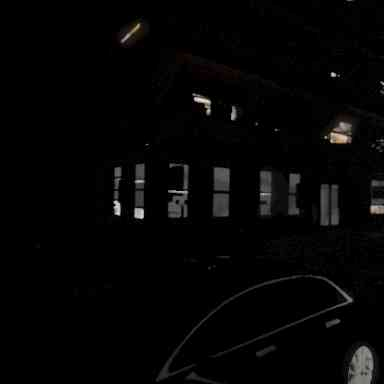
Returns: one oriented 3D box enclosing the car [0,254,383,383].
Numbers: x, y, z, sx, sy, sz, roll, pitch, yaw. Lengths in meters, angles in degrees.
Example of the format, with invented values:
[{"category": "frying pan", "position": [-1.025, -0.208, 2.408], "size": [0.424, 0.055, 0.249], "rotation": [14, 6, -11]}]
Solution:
[{"category": "car", "position": [0.150, 1.521, 3.477], "size": [4.892, 1.490, 1.837], "rotation": [1, 0, -35]}]
